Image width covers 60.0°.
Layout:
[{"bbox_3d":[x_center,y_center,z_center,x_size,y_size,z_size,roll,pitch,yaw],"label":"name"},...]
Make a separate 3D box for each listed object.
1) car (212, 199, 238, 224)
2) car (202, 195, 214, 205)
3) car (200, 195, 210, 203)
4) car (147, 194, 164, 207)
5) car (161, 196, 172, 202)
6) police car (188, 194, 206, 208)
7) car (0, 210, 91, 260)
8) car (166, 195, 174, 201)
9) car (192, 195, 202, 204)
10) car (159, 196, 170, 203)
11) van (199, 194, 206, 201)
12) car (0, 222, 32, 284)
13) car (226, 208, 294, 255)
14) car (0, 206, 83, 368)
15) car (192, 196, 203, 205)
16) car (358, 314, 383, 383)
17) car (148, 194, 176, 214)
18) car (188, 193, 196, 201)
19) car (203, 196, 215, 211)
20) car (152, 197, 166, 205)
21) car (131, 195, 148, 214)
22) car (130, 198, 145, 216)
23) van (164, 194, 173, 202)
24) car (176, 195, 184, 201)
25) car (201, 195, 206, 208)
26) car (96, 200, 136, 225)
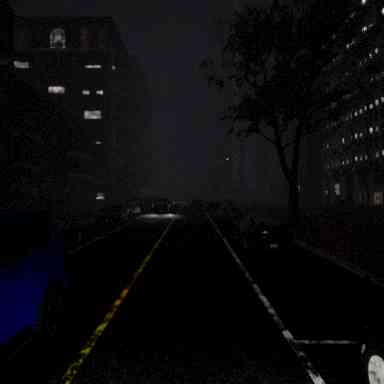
[{"bbox_3d":[2.708,1.516,24.465,1.752,1.417,4.829,1,0,0],"label":"car"},{"bbox_3d":[2.716,1.426,57.712,1.967,1.590,4.097,1,0,0],"label":"car"},{"bbox_3d":[2.719,1.425,68.852,1.967,1.590,4.097,1,0,0],"label":"car"},{"bbox_3d":[-5.663,1.301,52.145,2.192,1.841,5.009,1,0,0],"label":"car"},{"bbox_3d":[-5.662,1.536,74.424,2.008,1.369,4.403,1,0,0],"label":"car"},{"bbox_3d":[0.696,1.411,48.356,1.930,1.638,5.238,0,0,-2],"label":"police car"},{"bbox_3d":[-5.675,1.545,13.158,2.008,1.369,4.403,1,0,0],"label":"car"},{"bbox_3d":[-5.659,1.511,85.394,1.752,1.417,4.829,1,0,0],"label":"car"},{"bbox_3d":[0.915,1.440,64.450,1.801,1.575,5.366,0,0,0],"label":"car"},{"bbox_3d":[-5.663,1.551,68.855,1.947,1.339,4.313,1,0,0],"label":"car"},{"bbox_3d":[2.724,1.327,85.561,1.690,1.788,3.998,1,0,0],"label":"van"},{"bbox_3d":[-5.677,1.562,7.589,1.947,1.339,4.313,1,0,0],"label":"car"},{"bbox_3d":[2.705,1.546,13.155,2.008,1.369,4.403,1,0,0],"label":"car"},{"bbox_3d":[-3.092,1.223,3.410,2.150,2.045,5.566,0,0,0],"label":"car"},{"bbox_3d":[0.894,1.442,58.450,1.801,1.575,5.366,0,0,0],"label":"car"},{"bbox_3d":[2.702,1.550,2.016,2.008,1.369,4.403,1,0,0],"label":"car"},{"bbox_3d":[-3.087,1.341,35.042,2.097,1.767,4.553,0,0,0],"label":"car"},{"bbox_3d":[0.019,1.211,82.425,2.097,1.767,4.553,0,0,0],"label":"car"},{"bbox_3d":[2.711,1.539,41.004,2.008,1.369,4.403,1,0,0],"label":"car"},{"bbox_3d":[-5.666,1.530,57.715,1.887,1.381,4.507,1,0,0],"label":"car"},{"bbox_3d":[-5.666,1.303,35.437,2.192,1.841,5.009,1,0,0],"label":"car"},{"bbox_3d":[-5.671,1.515,29.697,1.752,1.417,4.829,1,0,0],"label":"car"},{"bbox_3d":[-5.657,1.326,79.995,1.690,1.788,3.998,1,0,0],"label":"van"},{"bbox_3d":[-2.982,1.343,76.909,2.128,1.511,4.902,0,0,0],"label":"car"},{"bbox_3d":[2.712,1.538,46.572,2.008,1.369,4.403,1,0,0],"label":"car"},{"bbox_3d":[-5.673,1.557,24.298,1.947,1.339,4.313,1,0,0],"label":"car"}]
